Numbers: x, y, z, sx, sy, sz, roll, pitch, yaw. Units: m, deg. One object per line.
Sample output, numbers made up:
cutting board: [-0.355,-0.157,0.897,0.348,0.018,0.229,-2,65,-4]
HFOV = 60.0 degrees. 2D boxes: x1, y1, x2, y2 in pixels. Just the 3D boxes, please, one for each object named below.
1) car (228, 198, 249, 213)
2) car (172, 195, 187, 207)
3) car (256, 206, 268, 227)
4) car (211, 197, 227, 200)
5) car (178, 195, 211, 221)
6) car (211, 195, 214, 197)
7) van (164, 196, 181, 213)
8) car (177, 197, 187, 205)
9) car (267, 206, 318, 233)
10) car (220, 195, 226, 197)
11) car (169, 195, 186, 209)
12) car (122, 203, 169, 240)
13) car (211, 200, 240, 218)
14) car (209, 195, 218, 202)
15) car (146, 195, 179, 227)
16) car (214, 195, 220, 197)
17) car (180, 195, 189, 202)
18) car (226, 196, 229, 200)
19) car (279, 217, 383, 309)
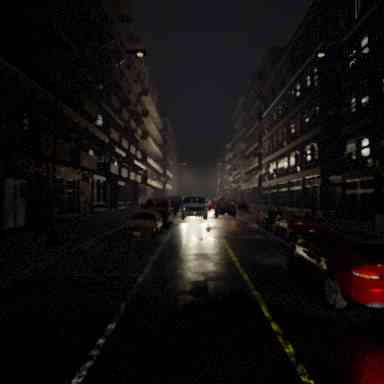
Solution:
car: [5.650,1.678,39.380,1.887,1.381,4.507,2,0,1]
car: [-2.082,1.464,56.099,2.192,1.841,5.009,2,0,1]
car: [5.510,1.634,22.789,2.008,1.369,4.403,2,0,1]
car: [3.114,1.697,43.701,1.994,1.385,4.181,0,0,1]
car: [0.228,1.285,28.483,2.150,2.045,5.566,0,0,0]
car: [5.898,1.718,72.566,1.967,1.590,4.097,2,0,1]
van: [-2.223,1.424,39.509,1.690,1.788,3.998,2,0,1]
car: [-1.997,1.765,67.160,1.947,1.339,4.313,2,0,1]
car: [5.463,1.615,17.257,1.887,1.381,4.507,2,0,1]
car: [5.754,1.616,50.442,1.967,1.590,4.097,2,0,1]
car: [-2.129,1.441,50.569,2.192,1.841,5.009,2,0,1]
car: [-2.416,1.544,17.217,1.752,1.417,4.829,2,0,1]
car: [3.041,1.691,31.557,1.895,1.301,4.718,0,0,1]
car: [6.087,1.725,94.691,2.192,1.841,5.009,2,0,1]
car: [-2.361,1.348,22.919,2.192,1.841,5.009,2,0,1]
car: [5.809,1.538,61.504,2.192,1.841,5.009,2,0,1]
car: [-1.851,1.605,83.750,2.192,1.841,5.009,2,0,1]
car: [5.697,1.699,44.910,1.887,1.381,4.507,2,0,1]
car: [3.625,1.563,7.821,1.812,1.442,4.674,0,0,0]
